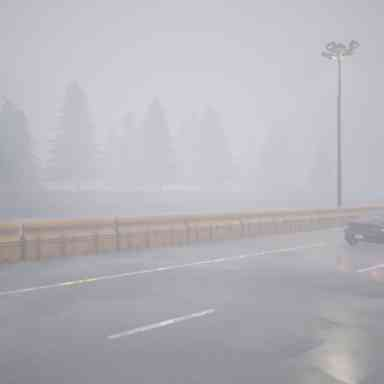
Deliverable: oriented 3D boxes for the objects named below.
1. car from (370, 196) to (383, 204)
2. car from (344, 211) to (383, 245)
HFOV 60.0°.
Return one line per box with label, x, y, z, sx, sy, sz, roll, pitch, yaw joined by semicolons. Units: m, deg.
car;36.339;1.502;64.777;2.033;1.411;5.357;0;0;41
car;8.266;1.530;14.059;4.674;1.442;1.812;0;0;-35
